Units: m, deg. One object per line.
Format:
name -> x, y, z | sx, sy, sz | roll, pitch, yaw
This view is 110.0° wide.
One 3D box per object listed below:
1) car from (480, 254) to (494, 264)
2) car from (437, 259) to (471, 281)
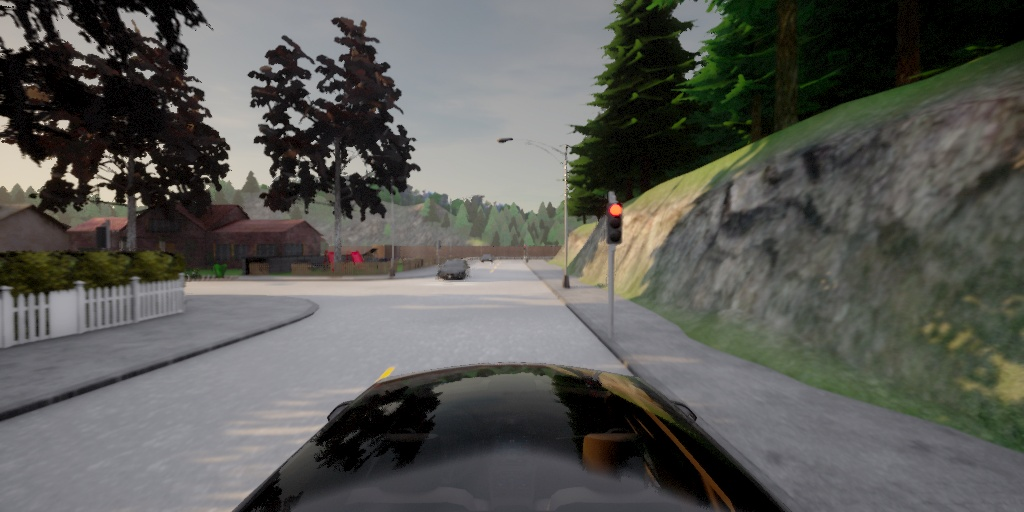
car -> -3.990, 0.391, 57.275 | 1.837, 1.490, 4.892 | 0, 1, 0
car -> -3.997, 1.006, 25.377 | 1.837, 1.490, 4.892 | 0, 2, 0
